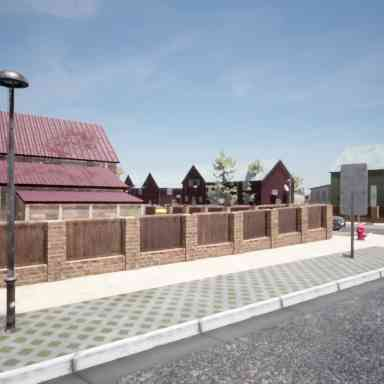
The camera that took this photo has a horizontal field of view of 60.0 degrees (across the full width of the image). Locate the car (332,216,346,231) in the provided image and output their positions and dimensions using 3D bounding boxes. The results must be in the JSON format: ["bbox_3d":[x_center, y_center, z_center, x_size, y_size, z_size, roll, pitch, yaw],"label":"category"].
[{"bbox_3d":[7.932,1.828,22.620,1.837,1.490,4.892,1,-2,-35],"label":"car"}]

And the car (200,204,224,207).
[{"bbox_3d":[2.215,1.947,30.578,2.097,1.767,4.553,1,-2,-36],"label":"car"}]

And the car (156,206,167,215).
[{"bbox_3d":[-4.257,2.380,39.544,1.882,1.535,5.008,1,-3,-35],"label":"car"}]
